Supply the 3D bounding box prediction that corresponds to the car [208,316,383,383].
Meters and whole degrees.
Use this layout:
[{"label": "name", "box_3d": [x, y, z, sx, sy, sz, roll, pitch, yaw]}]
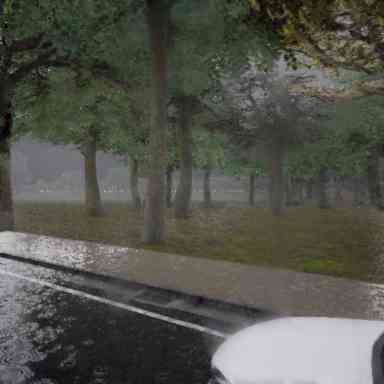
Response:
[{"label": "car", "box_3d": [2.264, 1.527, 2.068, 4.674, 1.442, 1.812, 0, 0, 35]}]
